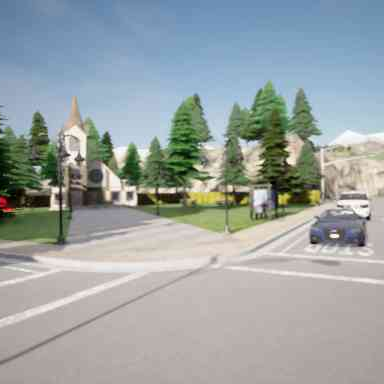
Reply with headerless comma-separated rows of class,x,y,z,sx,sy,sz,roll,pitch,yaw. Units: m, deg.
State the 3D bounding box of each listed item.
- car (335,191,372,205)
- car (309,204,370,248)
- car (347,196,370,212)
car,12.133,0.957,24.966,2.150,2.045,5.566,-1,0,28
car,6.279,1.431,14.162,1.994,1.385,4.181,-1,0,29
car,17.046,1.187,33.971,1.994,1.385,4.181,-1,0,28
